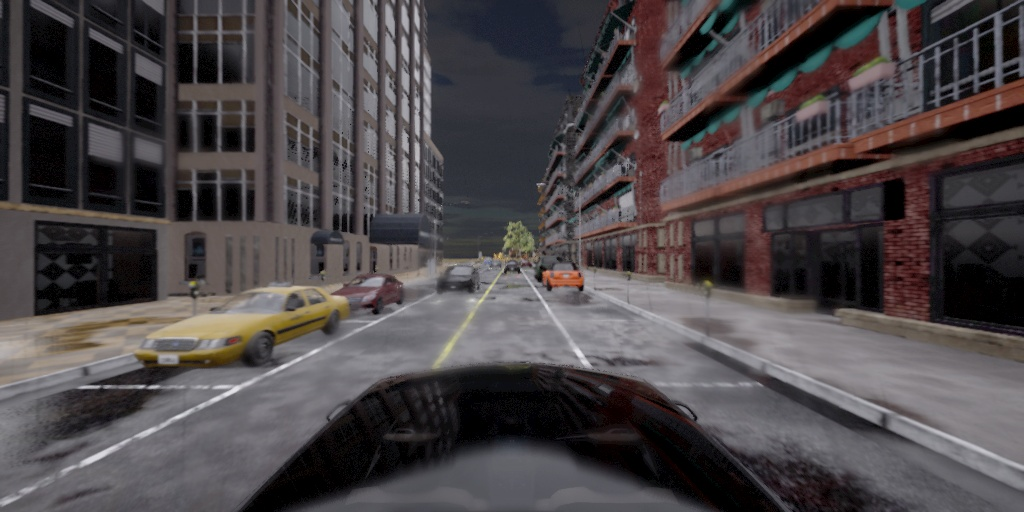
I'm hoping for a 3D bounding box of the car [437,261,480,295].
[{"bbox_3d":[-2.843,1.236,19.842,1.882,1.535,5.008,0,0,0],"label":"car"}]

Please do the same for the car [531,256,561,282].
[{"bbox_3d":[2.990,0.990,28.997,2.150,2.045,5.566,0,0,0],"label":"car"}]

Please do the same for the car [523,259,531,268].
[{"bbox_3d":[2.586,1.356,63.417,1.802,1.307,4.207,0,0,0],"label":"car"}]

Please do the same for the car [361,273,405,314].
[{"bbox_3d":[-5.311,1.338,13.655,1.802,1.307,4.207,0,0,0],"label":"car"}]

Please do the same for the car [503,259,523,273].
[{"bbox_3d":[0.053,1.294,42.638,1.812,1.442,4.674,0,-1,1],"label":"car"}]

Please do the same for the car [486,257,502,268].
[{"bbox_3d":[-2.761,1.267,61.395,2.128,1.511,4.902,0,0,1],"label":"car"}]

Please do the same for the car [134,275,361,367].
[{"bbox_3d":[-5.312,1.279,7.952,1.751,1.417,4.829,0,0,0],"label":"car"}]

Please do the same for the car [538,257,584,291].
[{"bbox_3d":[2.995,1.112,21.937,2.097,1.767,4.553,0,0,0],"label":"car"}]
